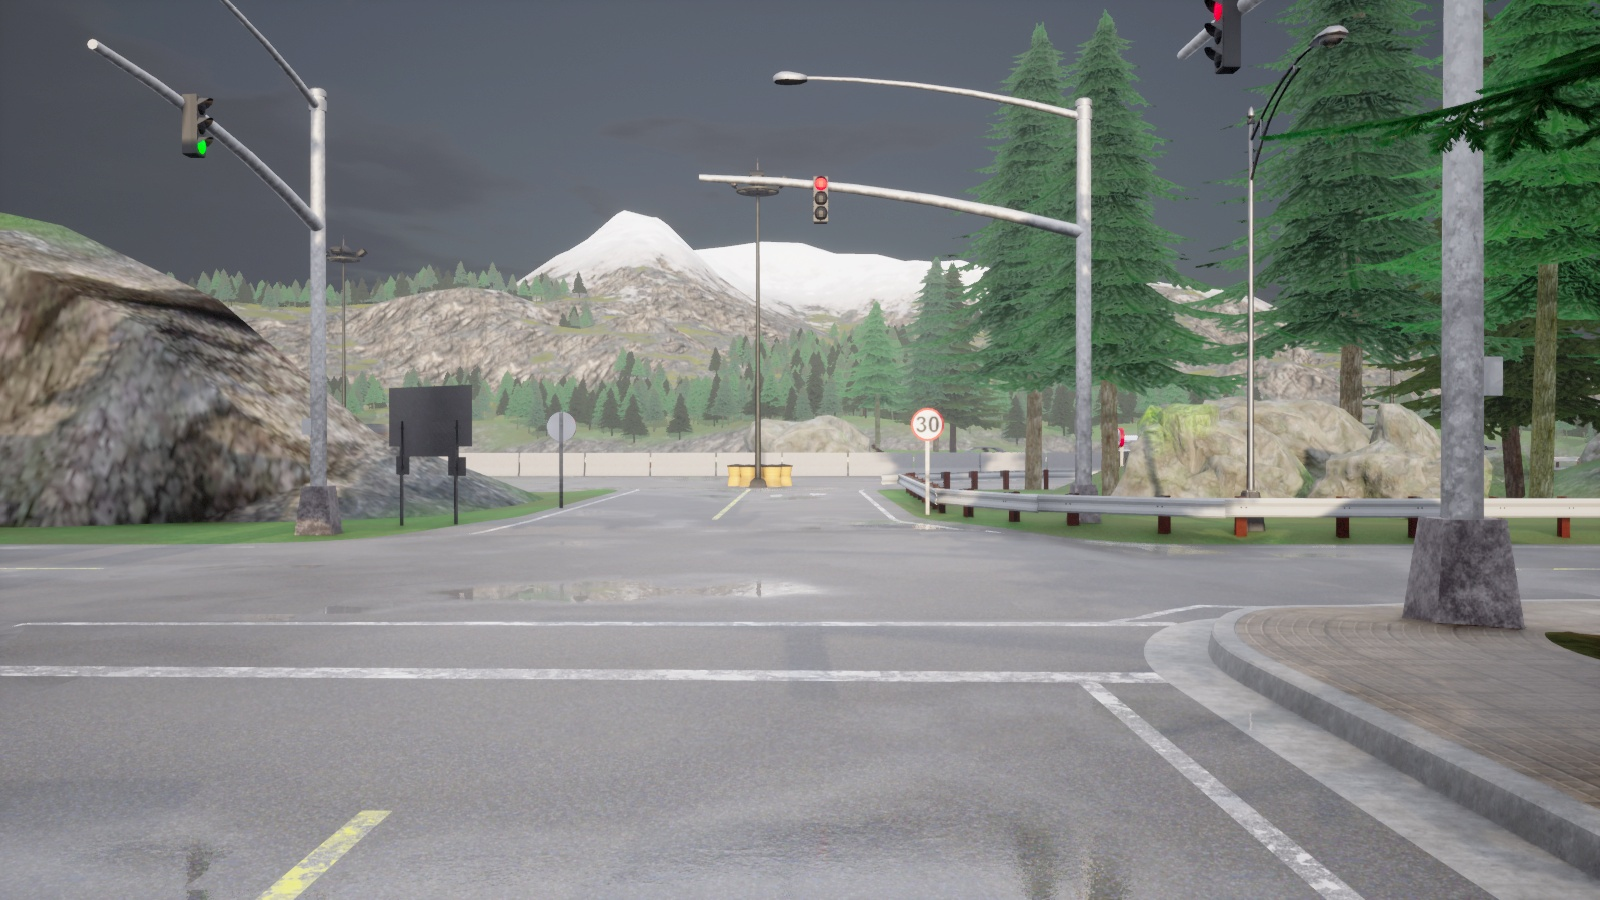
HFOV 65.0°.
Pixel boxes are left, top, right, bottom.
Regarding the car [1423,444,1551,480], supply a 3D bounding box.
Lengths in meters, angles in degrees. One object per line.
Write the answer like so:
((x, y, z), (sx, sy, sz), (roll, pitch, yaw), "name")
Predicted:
((32.206, 0.566, 58.954), (4.856, 1.649, 2.033), (0, 0, 0), "car")

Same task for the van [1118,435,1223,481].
((16.865, 0.358, 57.339), (4.480, 2.038, 2.069), (0, 0, 14), "van")

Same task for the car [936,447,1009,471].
((10.491, 0.532, 76.608), (4.193, 1.474, 1.816), (0, 0, 0), "car")
